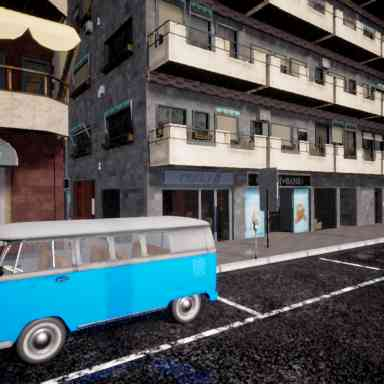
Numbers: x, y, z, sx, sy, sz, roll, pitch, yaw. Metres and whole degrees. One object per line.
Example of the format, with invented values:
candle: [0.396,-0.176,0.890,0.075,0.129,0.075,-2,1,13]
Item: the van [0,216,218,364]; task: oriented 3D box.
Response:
van: [-1.440,1.341,5.545,3.998,1.788,1.690,0,0,-36]
